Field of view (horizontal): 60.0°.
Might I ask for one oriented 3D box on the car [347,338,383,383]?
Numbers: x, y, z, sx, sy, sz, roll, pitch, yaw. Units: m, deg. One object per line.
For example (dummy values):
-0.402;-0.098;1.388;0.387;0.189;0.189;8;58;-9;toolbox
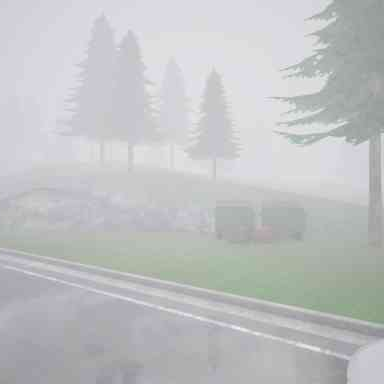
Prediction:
3.296;1.526;1.643;4.674;1.442;1.812;0;0;35;car
